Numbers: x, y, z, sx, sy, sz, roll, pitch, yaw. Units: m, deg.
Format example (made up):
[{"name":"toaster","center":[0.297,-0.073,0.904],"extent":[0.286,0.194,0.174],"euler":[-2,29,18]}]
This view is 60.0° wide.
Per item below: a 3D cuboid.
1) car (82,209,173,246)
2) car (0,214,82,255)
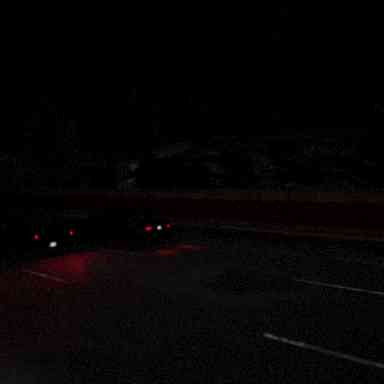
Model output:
[{"name":"car","center":[-3.370,1.462,14.784],"extent":[5.357,1.411,2.033],"euler":[1,0,35]},{"name":"car","center":[-6.613,1.503,12.795],"extent":[4.718,1.301,1.895],"euler":[1,0,35]}]
